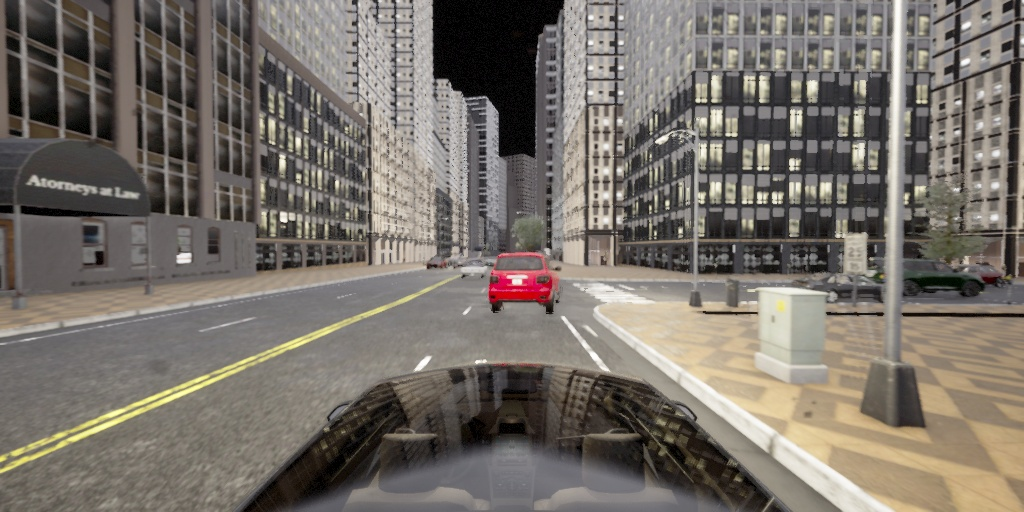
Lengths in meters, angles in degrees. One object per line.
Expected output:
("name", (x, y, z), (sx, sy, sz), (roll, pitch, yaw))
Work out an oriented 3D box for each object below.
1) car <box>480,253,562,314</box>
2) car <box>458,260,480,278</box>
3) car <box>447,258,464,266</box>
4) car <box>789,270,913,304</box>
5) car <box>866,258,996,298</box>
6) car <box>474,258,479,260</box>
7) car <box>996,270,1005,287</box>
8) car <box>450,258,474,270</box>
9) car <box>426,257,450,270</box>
("car", (0.668, 0.973, 13.852), (2.150, 2.045, 5.566), (-1, -2, 11))
("car", (-3.159, 1.197, 30.817), (1.895, 1.301, 4.718), (0, 0, 0))
("car", (-9.787, 1.019, 62.425), (2.033, 1.411, 5.357), (0, 0, 1))
("car", (15.910, 1.506, 17.292), (4.403, 1.370, 2.007), (0, 0, -1))
("car", (22.671, 1.185, 20.059), (5.566, 2.045, 2.150), (1, 1, -1))
("car", (-6.530, 1.013, 63.674), (2.033, 1.411, 5.357), (0, 0, 0))
("car", (32.736, 1.385, 26.016), (4.097, 1.591, 1.967), (0, 0, -1))
("car", (-6.584, 1.104, 47.503), (1.994, 1.385, 4.181), (0, 0, 0))
("car", (-9.836, 0.894, 46.969), (2.097, 1.767, 4.553), (0, 0, 0))
